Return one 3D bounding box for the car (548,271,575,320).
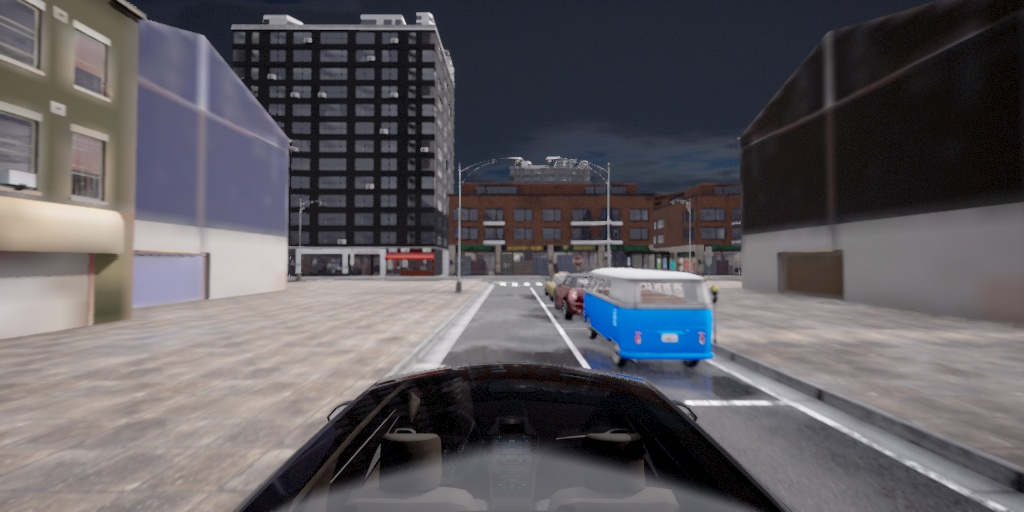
[{"bbox_3d":[2.642,1.336,13.288,1.967,1.591,4.097,0,0,0],"label":"car"}]

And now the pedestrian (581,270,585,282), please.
[{"bbox_3d":[5.939,1.626,29.824,0.500,1.100,0.500,0,-1,0],"label":"pedestrian"}]

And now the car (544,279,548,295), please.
[{"bbox_3d":[2.644,1.492,18.895,1.751,1.417,4.829,0,0,0],"label":"car"}]

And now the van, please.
[{"bbox_3d":[2.640,1.168,7.851,1.690,1.789,3.998,0,0,0],"label":"van"}]

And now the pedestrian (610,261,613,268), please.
[{"bbox_3d":[8.020,1.253,29.230,0.375,1.860,0.375,0,-1,0],"label":"pedestrian"}]
